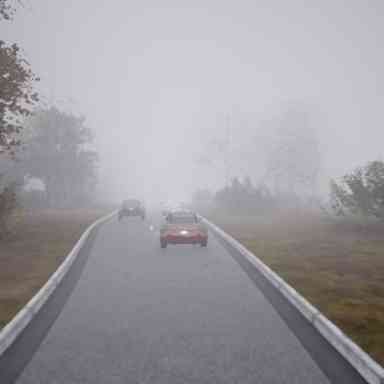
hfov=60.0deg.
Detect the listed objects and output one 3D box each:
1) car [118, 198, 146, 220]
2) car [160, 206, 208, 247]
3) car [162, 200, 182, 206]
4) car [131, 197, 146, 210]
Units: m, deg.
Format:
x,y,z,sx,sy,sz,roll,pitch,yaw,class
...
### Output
x,y,z,sx,sy,sz,roll,pitch,yaw,class
-4.969,1.362,28.151,2.097,1.767,4.553,0,0,-6,car
-0.423,1.569,15.112,1.994,1.385,4.181,0,0,-3,car
-1.970,1.536,32.590,1.812,1.442,4.674,0,0,-7,car
-7.268,1.494,44.975,1.882,1.535,5.008,0,0,-9,car
